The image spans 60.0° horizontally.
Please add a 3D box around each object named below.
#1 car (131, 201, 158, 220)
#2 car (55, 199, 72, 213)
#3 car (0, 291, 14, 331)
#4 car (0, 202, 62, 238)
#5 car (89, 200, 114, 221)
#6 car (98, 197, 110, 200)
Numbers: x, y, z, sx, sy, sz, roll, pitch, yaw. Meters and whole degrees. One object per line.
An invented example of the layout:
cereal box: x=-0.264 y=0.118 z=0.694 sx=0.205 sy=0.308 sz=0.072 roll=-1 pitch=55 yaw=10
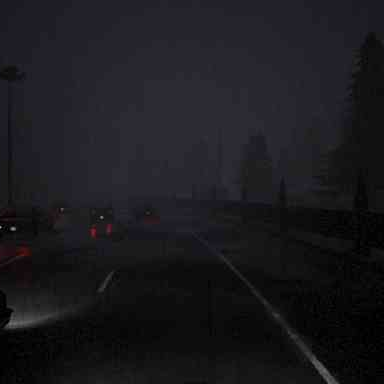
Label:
car: x=-4.160 y=1.511 z=28.615 sx=1.882 sy=1.535 sz=5.008 roll=0 pitch=0 yaw=-16
car: x=-14.615 y=1.572 z=37.455 sx=1.837 sy=1.490 sz=4.892 roll=0 pitch=0 yaw=-21
car: x=-3.564 y=1.559 z=2.579 sx=2.033 sy=1.411 sz=5.357 roll=0 pitch=0 yaw=-2
car: x=-8.898 y=1.529 z=18.173 sx=2.128 sy=1.511 sz=4.902 roll=0 pitch=0 yaw=-10
car: x=-7.516 y=1.642 z=27.624 sx=1.895 sy=1.301 sz=4.718 roll=0 pitch=0 yaw=-16
car: x=-13.982 y=1.585 z=52.411 sx=1.837 sy=1.490 sz=4.892 roll=0 pitch=0 yaw=-29
